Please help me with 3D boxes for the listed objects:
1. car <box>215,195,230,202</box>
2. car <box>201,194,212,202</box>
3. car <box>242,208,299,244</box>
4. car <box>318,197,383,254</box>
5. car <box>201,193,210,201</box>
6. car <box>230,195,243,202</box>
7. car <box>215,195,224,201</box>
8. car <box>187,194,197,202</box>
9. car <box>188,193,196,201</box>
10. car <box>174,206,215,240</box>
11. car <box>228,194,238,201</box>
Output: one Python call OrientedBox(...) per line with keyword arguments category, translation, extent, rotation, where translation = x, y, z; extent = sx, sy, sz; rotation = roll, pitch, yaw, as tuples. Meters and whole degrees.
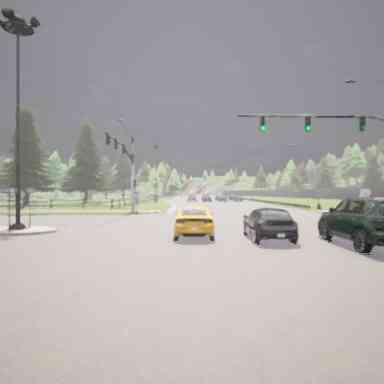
OrientedBox(category="car", translation=(7.002, 1.515, 75.917), extent=(1.812, 1.442, 4.674), rotation=(0, 0, 0))
OrientedBox(category="car", translation=(3.502, 1.512, 75.501), extent=(2.128, 1.511, 4.902), rotation=(0, 0, 0))
OrientedBox(category="car", translation=(3.601, 1.504, 15.842), extent=(1.837, 1.490, 4.892), rotation=(0, 0, 0))
OrientedBox(category="car", translation=(7.101, 1.221, 13.527), extent=(2.150, 2.045, 5.566), rotation=(0, 0, 0))
OrientedBox(category="car", translation=(3.502, 1.261, 85.890), extent=(2.097, 1.767, 4.553), rotation=(0, 0, 0))
OrientedBox(category="car", translation=(10.502, 1.527, 75.501), extent=(2.033, 1.411, 5.357), rotation=(0, 0, 0))
OrientedBox(category="car", translation=(7.002, 1.459, 85.920), extent=(1.994, 1.385, 4.181), rotation=(0, 0, 0))
OrientedBox(category="car", translation=(0.002, 1.346, 75.887), extent=(2.097, 1.767, 4.553), rotation=(0, 0, 0))
OrientedBox(category="car", translation=(0.002, 1.261, 85.890), extent=(2.097, 1.767, 4.553), rotation=(0, 0, 0))
OrientedBox(category="car", translation=(0.101, 1.477, 17.091), extent=(1.882, 1.535, 5.008), rotation=(0, 0, 0))
OrientedBox(category="car", translation=(10.502, 1.384, 85.920), extent=(1.882, 1.535, 5.008), rotation=(0, 0, 0))
